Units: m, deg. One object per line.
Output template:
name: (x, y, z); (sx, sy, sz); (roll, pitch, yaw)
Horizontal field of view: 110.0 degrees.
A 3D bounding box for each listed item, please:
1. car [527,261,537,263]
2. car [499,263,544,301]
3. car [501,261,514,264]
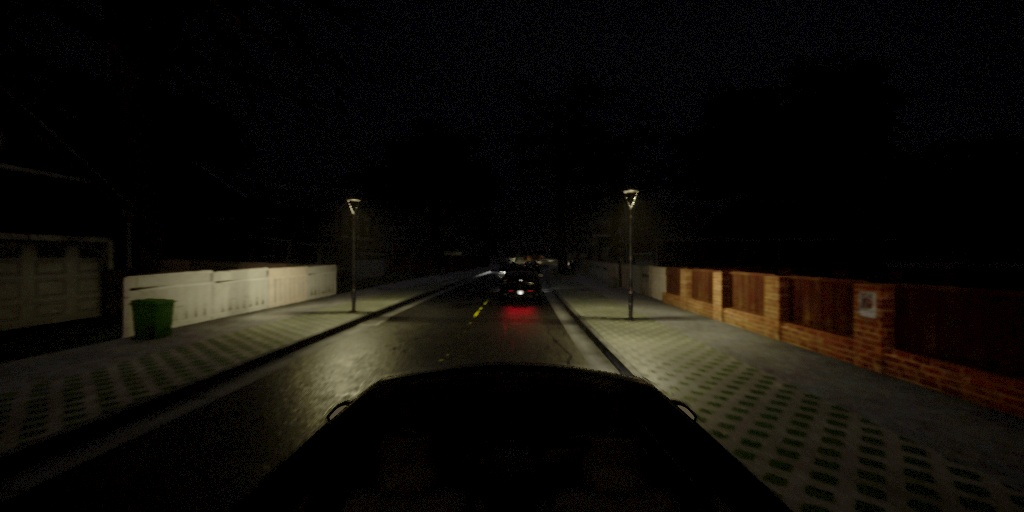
car: (2.458, 1.300, 44.874); (1.994, 1.385, 4.181); (0, 0, 6)
car: (0.450, 1.270, 17.405); (1.837, 1.490, 4.892); (0, 0, 2)
car: (-0.398, 1.296, 45.788); (1.994, 1.385, 4.181); (0, 0, 6)
